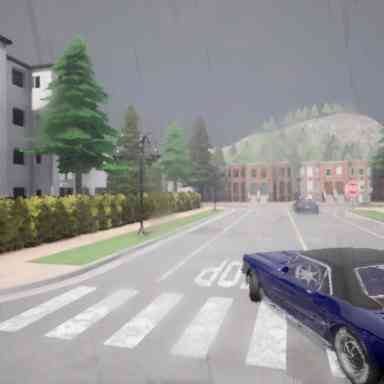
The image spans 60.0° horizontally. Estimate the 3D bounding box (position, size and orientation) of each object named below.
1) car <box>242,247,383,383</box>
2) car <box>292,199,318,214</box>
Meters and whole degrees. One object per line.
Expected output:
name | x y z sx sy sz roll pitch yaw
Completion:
car | 2.422 1.558 5.368 1.895 1.301 4.718 -1 0 -12
car | 10.901 1.337 32.224 1.994 1.385 4.181 0 0 10
